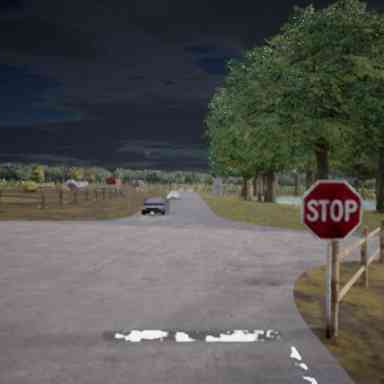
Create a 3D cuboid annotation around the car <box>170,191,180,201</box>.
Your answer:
[{"bbox_3d":[-2.813,0.595,51.894,1.812,1.442,4.674,0,1,0],"label":"car"}]

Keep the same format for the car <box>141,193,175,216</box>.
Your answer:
[{"bbox_3d":[-2.814,1.105,27.008,2.033,1.411,5.357,0,1,2],"label":"car"}]
